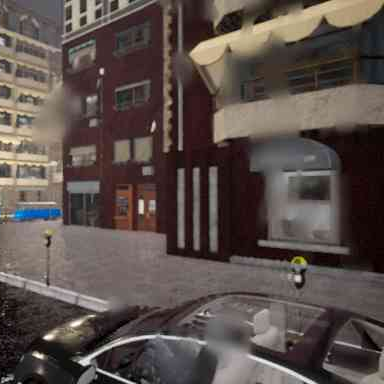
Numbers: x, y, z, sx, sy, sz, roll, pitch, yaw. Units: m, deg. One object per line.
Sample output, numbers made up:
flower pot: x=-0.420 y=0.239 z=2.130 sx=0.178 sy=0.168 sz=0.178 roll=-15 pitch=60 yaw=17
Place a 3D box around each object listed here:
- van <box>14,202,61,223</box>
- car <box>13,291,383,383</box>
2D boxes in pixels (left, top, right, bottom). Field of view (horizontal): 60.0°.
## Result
van: x=-14.004 y=1.843 z=30.351 sx=1.690 sy=1.788 sz=3.998 roll=-2 pitch=-2 yaw=35
car: x=0.263 y=1.557 z=2.687 sx=4.403 sy=1.369 sz=2.008 roll=0 pitch=0 yaw=35
